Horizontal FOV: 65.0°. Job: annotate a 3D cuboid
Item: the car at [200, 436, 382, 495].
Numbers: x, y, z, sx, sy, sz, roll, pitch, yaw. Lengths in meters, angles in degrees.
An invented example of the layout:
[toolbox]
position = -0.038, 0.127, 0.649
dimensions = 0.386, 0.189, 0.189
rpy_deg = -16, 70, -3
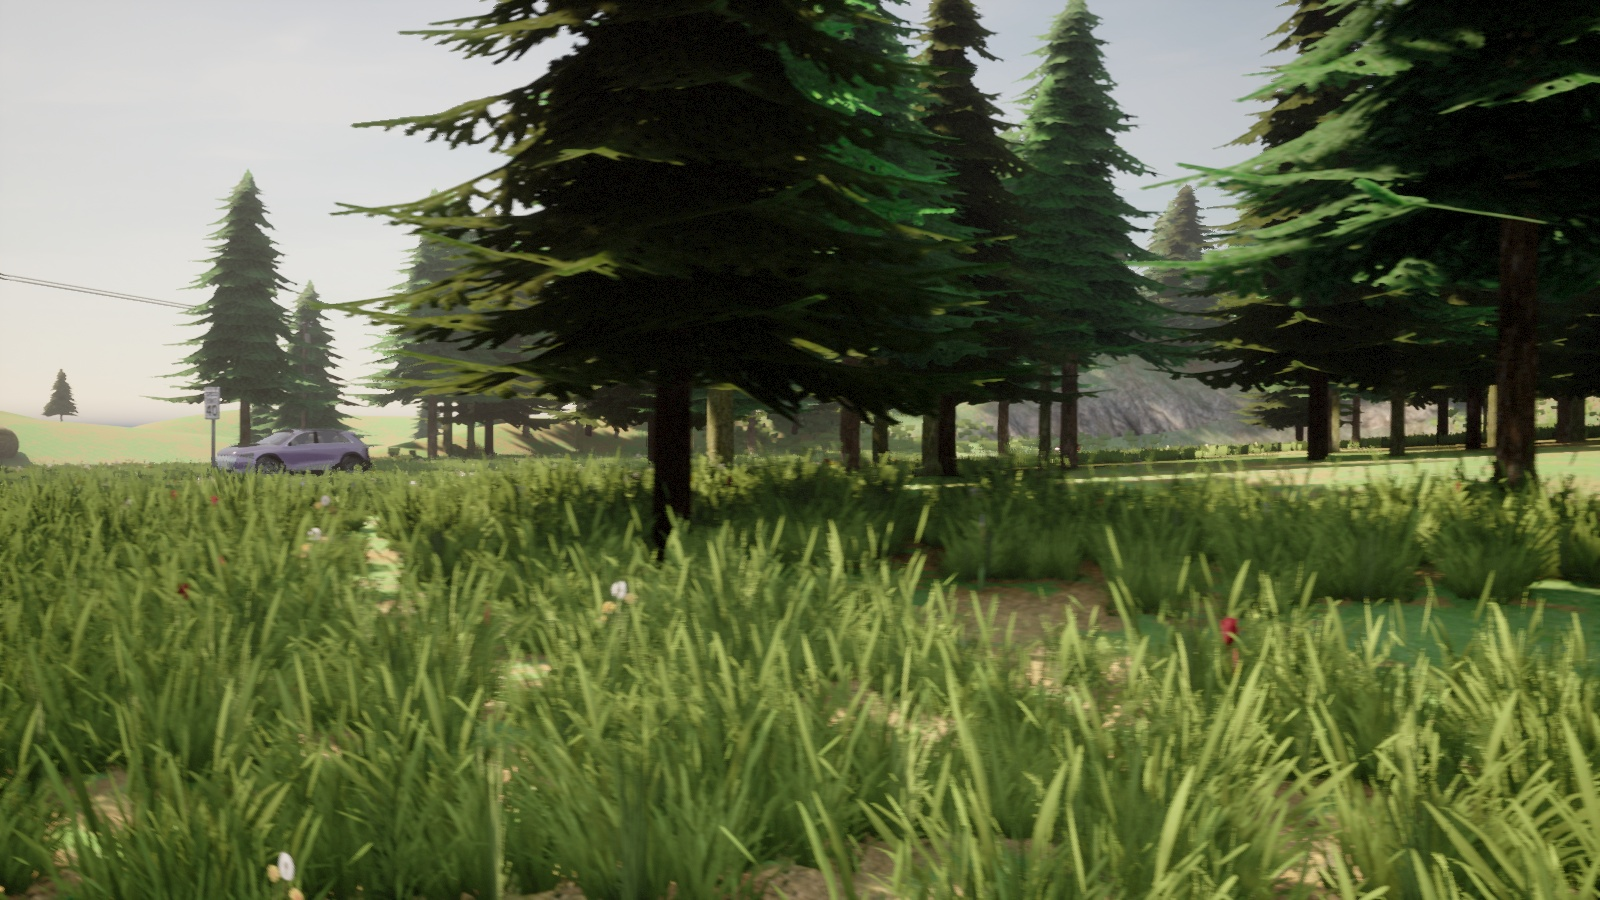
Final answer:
[car]
position = -15.524, 0.416, 38.569
dimensions = 2.033, 1.649, 4.856
rpy_deg = 0, 1, 33
